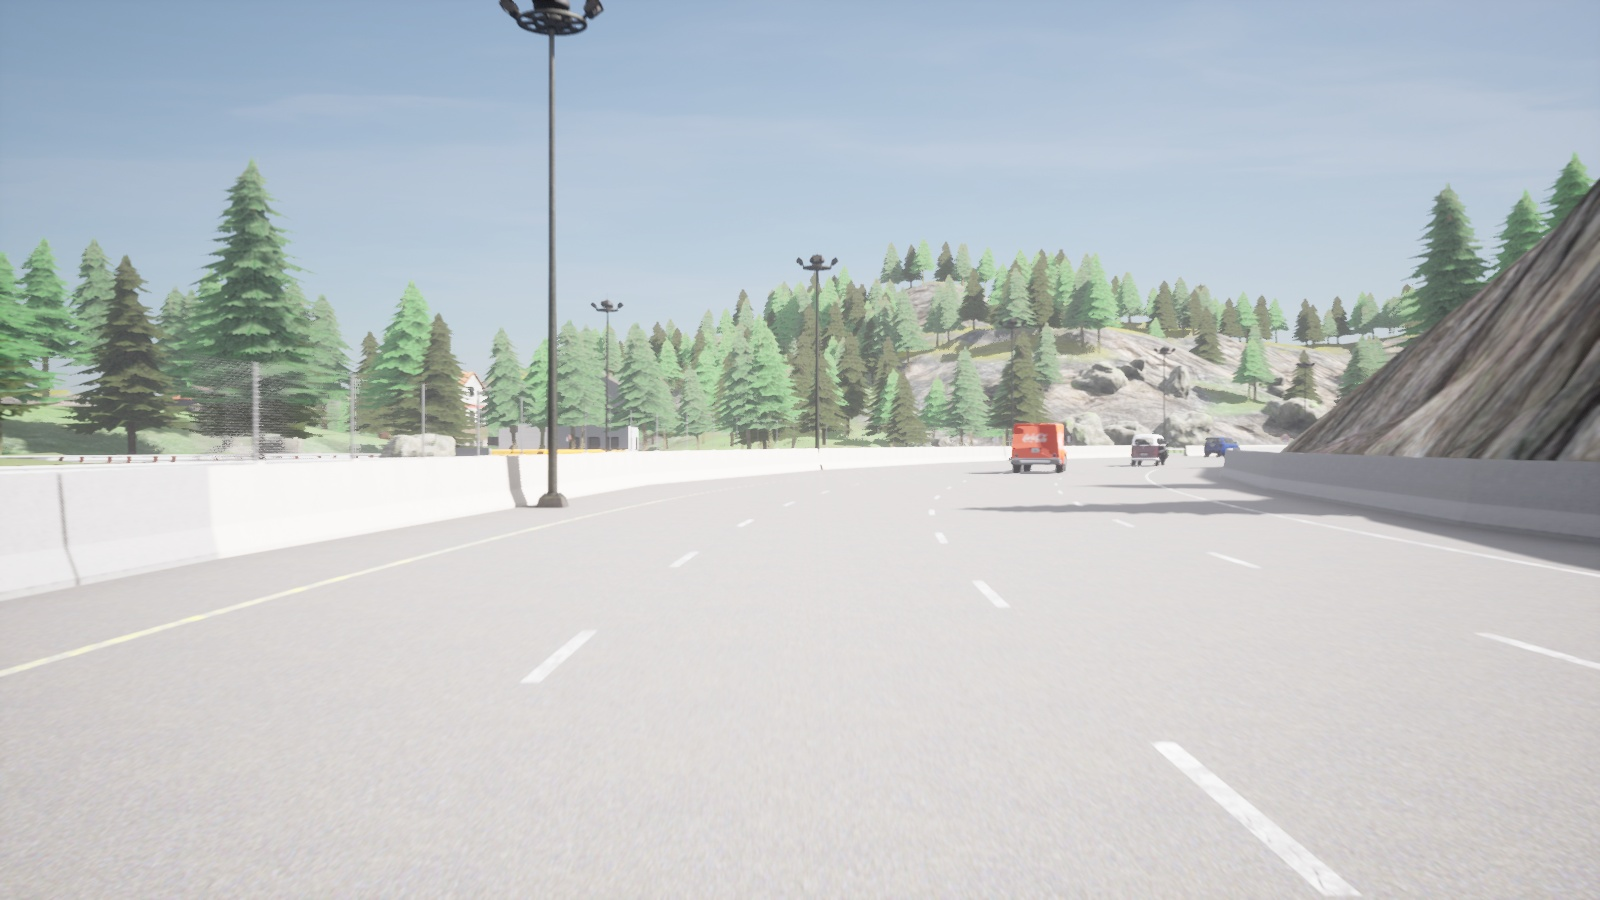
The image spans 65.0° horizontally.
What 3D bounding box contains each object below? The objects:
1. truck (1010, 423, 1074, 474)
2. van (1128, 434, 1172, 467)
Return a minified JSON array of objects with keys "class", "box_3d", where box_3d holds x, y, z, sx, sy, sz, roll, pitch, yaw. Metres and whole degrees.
[{"class":"truck","box_3d":[12.340,-0.086,63.736,2.627,2.467,5.204,0,0,18]},{"class":"van","box_3d":[22.630,0.036,81.046,2.069,2.038,4.480,0,0,24]}]
